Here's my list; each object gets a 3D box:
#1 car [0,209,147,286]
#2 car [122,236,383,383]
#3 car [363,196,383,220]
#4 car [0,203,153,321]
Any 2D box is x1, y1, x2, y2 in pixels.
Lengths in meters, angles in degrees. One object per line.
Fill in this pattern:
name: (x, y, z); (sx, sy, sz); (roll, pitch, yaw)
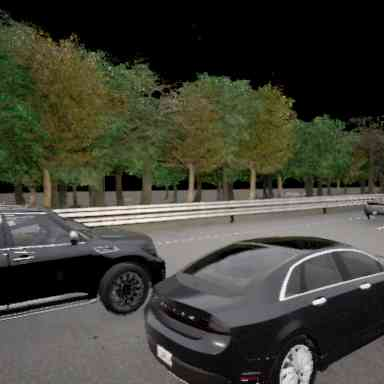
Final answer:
car: (-3.994, 1.434, 9.497); (5.008, 1.535, 1.882); (-2, 1, -35)
car: (1.672, 1.421, 4.936); (4.892, 1.490, 1.837); (-2, 1, -35)
car: (13.125, 1.021, 21.697); (4.902, 1.511, 2.128); (-2, 1, -35)
car: (-3.201, 1.208, 5.764); (5.566, 2.045, 2.150); (-1, 1, -35)
